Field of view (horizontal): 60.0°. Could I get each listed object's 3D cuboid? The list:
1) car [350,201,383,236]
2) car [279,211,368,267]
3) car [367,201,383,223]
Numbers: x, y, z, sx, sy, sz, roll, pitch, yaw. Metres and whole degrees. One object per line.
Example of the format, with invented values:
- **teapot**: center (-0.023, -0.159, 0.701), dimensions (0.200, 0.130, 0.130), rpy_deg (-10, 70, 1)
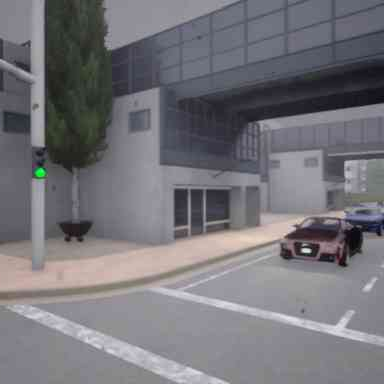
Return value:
- **car**: center (9.907, 1.491, 18.839), dimensions (1.882, 1.535, 5.008), rpy_deg (0, 0, 36)
- **car**: center (4.595, 1.578, 11.593), dimensions (1.994, 1.385, 4.181), rpy_deg (0, 0, 36)
- **car**: center (15.593, 1.504, 26.582), dimensions (2.128, 1.511, 4.902), rpy_deg (0, 0, 36)
